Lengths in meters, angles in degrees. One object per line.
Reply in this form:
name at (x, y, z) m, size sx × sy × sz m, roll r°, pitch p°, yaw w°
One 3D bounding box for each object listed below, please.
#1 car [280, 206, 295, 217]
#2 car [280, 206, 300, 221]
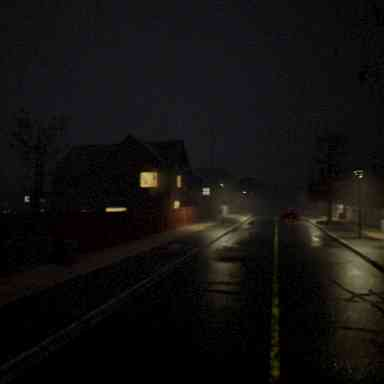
car at (13.913, 2.800, 48.647) m, size 1.837 × 1.490 × 4.892 m, roll -1°, pitch -2°, yaw 15°
car at (11.148, 2.467, 37.821) m, size 1.882 × 1.535 × 5.008 m, roll -1°, pitch -2°, yaw 14°
